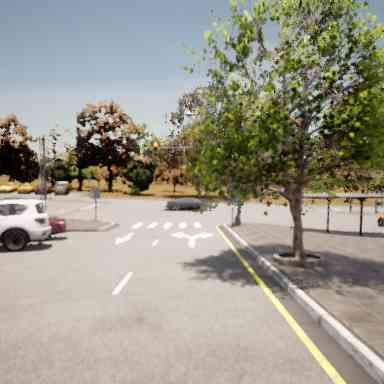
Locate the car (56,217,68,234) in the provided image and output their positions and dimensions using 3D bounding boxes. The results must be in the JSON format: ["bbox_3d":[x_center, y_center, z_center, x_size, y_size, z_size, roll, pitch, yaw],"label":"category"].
[{"bbox_3d":[-8.718,1.698,16.645,4.674,1.452,2.002,-1,0,-19],"label":"car"}]

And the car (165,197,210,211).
[{"bbox_3d":[-0.256,1.336,36.941,5.357,1.411,2.033,0,4,3],"label":"car"}]

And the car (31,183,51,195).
[{"bbox_3d":[-23.288,-0.616,52.467,2.185,1.767,4.553,1,4,-13],"label":"car"}]

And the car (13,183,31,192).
[{"bbox_3d":[-26.281,-0.627,53.017,1.946,1.575,5.366,1,4,-13],"label":"car"}]

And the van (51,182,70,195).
[{"bbox_3d":[-20.318,-0.595,52.072,1.878,1.987,4.442,1,4,-14],"label":"van"}]

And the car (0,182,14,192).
[{"bbox_3d":[-29.131,-0.717,53.003,1.946,1.575,5.366,1,4,-13],"label":"car"}]

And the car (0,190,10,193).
[{"bbox_3d":[-20.799,1.115,34.070,1.946,1.575,5.366,0,6,-14],"label":"car"}]

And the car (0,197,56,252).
[{"bbox_3d":[-8.774,1.376,13.615,5.566,2.045,2.435,-1,0,-19],"label":"car"}]

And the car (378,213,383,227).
[{"bbox_3d":[19.967,2.653,31.187,2.185,1.767,4.553,0,6,-19],"label":"car"}]

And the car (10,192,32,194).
[{"bbox_3d":[-17.812,1.300,33.425,2.163,1.488,4.792,0,6,-15],"label":"car"}]
